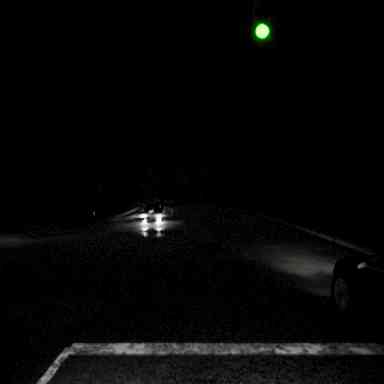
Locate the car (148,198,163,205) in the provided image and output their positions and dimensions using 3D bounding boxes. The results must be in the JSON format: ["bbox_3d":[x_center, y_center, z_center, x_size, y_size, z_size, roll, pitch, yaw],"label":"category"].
[{"bbox_3d":[-8.244,2.078,75.312,1.882,1.535,5.008,0,-1,-25],"label":"car"}]

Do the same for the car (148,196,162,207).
[{"bbox_3d":[-6.260,1.590,55.548,2.097,1.767,4.553,0,-1,-10],"label":"car"}]

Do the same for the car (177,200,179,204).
[{"bbox_3d":[-4.616,2.173,75.699,1.895,1.301,4.718,0,-1,-22],"label":"car"}]

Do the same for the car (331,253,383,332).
[{"bbox_3d":[3.605,1.475,4.539,2.128,1.511,4.902,0,0,0],"label":"car"}]

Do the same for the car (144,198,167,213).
[{"bbox_3d":[-4.063,1.553,35.824,1.895,1.301,4.718,0,0,-2],"label":"car"}]

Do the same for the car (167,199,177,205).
[{"bbox_3d":[-5.079,1.989,66.359,1.994,1.385,4.181,0,-1,-19],"label":"car"}]
